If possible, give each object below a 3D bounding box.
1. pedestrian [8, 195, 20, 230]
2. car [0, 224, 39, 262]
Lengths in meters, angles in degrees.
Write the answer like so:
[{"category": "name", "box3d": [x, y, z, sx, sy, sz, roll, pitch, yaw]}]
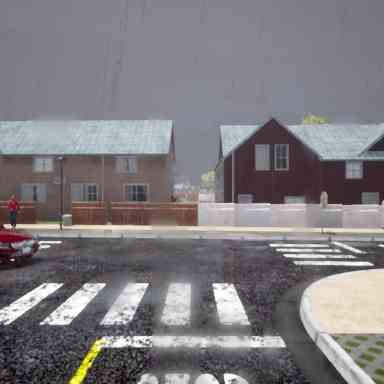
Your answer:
[{"category": "pedestrian", "box3d": [-9.362, 1.053, 17.417, 0.375, 1.860, 0.375, 0, 0, 1]}, {"category": "car", "box3d": [-7.208, 1.470, 10.576, 4.674, 1.442, 1.812, 0, 0, 14]}]
